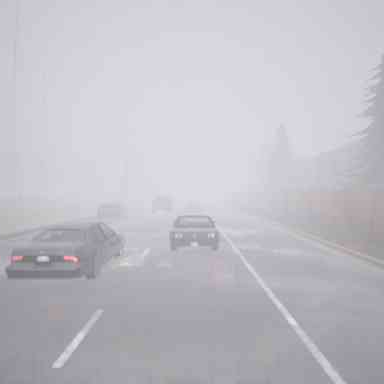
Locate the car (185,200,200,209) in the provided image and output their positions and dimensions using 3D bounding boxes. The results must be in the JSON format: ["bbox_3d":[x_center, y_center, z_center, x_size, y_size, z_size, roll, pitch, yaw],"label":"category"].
[{"bbox_3d":[0.095,1.705,44.186,1.994,1.385,4.181,0,0,0],"label":"car"}]

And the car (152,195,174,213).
[{"bbox_3d":[-3.403,1.349,39.585,2.150,2.045,5.566,0,0,0],"label":"car"}]

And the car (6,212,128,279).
[{"bbox_3d":[-3.399,1.580,10.098,2.033,1.411,5.357,0,0,0],"label":"car"}]

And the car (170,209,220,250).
[{"bbox_3d":[0.099,1.648,14.550,1.895,1.301,4.718,0,0,0],"label":"car"}]

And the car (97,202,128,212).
[{"bbox_3d":[-6.901,1.585,29.186,2.128,1.511,4.902,0,0,0],"label":"car"}]
